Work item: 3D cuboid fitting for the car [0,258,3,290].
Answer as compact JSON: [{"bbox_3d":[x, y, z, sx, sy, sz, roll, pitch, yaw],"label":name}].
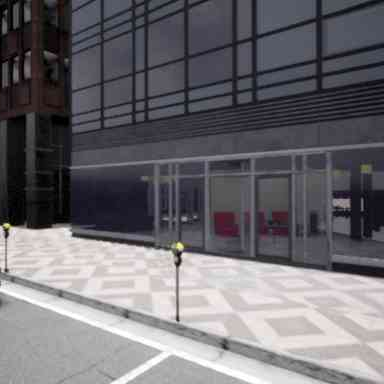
[{"bbox_3d":[-5.835,1.536,7.156,4.507,1.381,1.887,0,0,36],"label":"car"}]
